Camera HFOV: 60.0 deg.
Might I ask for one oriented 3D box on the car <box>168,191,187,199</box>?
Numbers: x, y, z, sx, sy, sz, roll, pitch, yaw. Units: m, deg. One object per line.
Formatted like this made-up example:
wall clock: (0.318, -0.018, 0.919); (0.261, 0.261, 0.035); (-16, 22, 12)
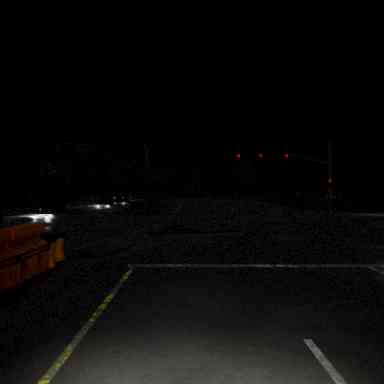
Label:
car: (-4.255, 0.822, 95.251); (2.150, 2.045, 5.566); (0, 0, -22)

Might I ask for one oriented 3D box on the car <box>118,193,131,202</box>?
car: (-14.008, 1.085, 65.753); (2.097, 1.767, 4.553); (0, 0, 0)

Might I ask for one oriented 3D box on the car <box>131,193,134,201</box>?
car: (-14.347, 1.187, 76.226); (1.837, 1.490, 4.892); (0, 0, -3)

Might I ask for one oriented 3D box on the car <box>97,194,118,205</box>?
car: (-14.073, 1.384, 54.476); (1.895, 1.301, 4.718); (0, 0, 0)

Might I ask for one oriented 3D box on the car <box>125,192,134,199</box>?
car: (-16.235, 0.997, 86.564); (2.097, 1.767, 4.553); (0, 0, -14)

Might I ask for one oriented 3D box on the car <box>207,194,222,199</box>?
car: (6.915, 1.145, 94.695); (2.033, 1.411, 5.357); (0, 0, -18)

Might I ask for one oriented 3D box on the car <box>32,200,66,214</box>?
car: (-14.091, 1.444, 32.915); (1.994, 1.385, 4.181); (0, 0, 0)
